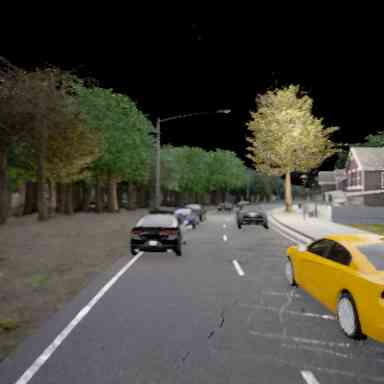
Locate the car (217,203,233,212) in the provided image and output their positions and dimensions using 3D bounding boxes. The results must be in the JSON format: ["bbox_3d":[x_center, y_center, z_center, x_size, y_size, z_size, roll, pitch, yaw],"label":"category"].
[{"bbox_3d":[4.848,2.154,47.462,1.895,1.301,4.718,0,-1,15],"label":"car"}]

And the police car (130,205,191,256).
[{"bbox_3d":[-1.236,1.570,14.012,1.930,1.638,5.238,0,-1,2],"label":"police car"}]

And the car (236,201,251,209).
[{"bbox_3d":[9.776,2.378,62.895,1.994,1.385,4.181,0,-1,21],"label":"car"}]

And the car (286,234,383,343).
[{"bbox_3d":[3.384,1.584,6.743,1.882,1.535,5.008,0,-1,-1],"label":"car"}]

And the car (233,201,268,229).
[{"bbox_3d":[4.376,1.657,24.727,2.097,1.767,4.553,0,-1,6],"label":"car"}]

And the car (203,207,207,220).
[{"bbox_3d":[0.226,1.804,29.754,1.882,1.535,5.008,0,-1,8],"label":"car"}]

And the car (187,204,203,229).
[{"bbox_3d":[-0.515,1.782,23.828,1.812,1.442,4.674,0,-1,6],"label":"car"}]
